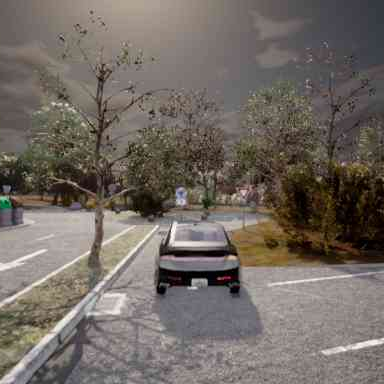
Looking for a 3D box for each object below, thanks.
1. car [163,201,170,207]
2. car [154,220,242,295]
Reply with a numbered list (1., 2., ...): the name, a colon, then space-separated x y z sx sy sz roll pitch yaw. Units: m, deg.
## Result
1. car: -5.270 1.784 45.124 4.892 1.490 1.837 1 -2 19
2. car: 0.106 1.488 8.725 2.128 1.511 4.902 0 0 -1
